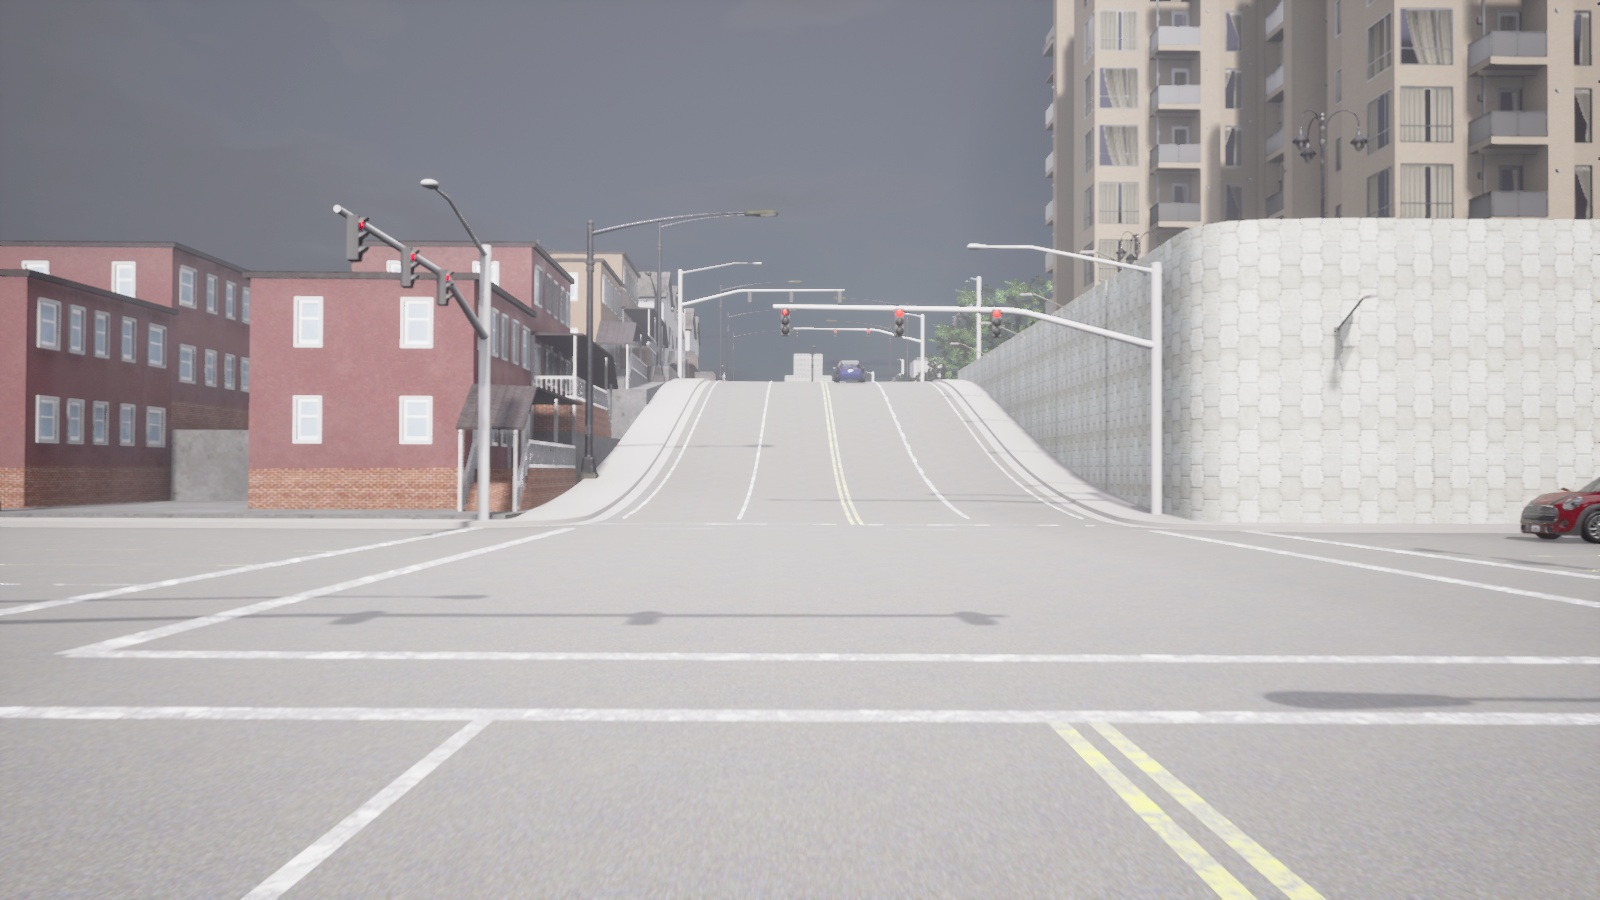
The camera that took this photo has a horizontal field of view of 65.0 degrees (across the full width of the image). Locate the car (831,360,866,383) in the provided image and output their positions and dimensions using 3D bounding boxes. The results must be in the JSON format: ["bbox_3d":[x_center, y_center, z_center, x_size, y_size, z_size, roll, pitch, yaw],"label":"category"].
[{"bbox_3d":[3.256,-5.297,84.618,2.163,1.488,4.792,0,3,0],"label":"car"}]

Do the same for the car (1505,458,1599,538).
[{"bbox_3d":[19.188,1.083,29.053,4.553,1.767,2.097,0,-1,0],"label":"car"}]
